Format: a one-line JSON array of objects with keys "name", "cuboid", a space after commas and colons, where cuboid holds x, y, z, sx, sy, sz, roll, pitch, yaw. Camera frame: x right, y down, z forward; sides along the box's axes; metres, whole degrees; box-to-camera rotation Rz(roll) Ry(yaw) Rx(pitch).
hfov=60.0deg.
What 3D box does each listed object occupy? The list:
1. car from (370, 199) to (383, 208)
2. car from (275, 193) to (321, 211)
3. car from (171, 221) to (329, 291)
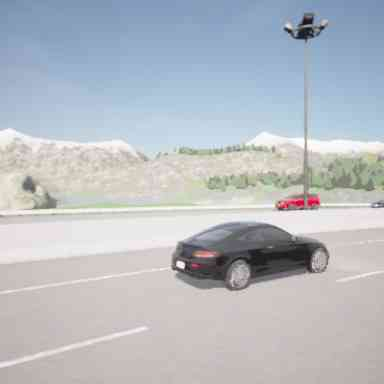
[{"name": "car", "cuboid": [23.228, 1.463, 39.135, 4.674, 1.442, 1.812, 0, 0, -20]}, {"name": "car", "cuboid": [12.309, 1.142, 38.536, 5.566, 2.045, 2.150, 0, 0, -24]}, {"name": "car", "cuboid": [1.668, 1.505, 8.919, 4.674, 1.442, 1.812, 0, 0, -33]}]
